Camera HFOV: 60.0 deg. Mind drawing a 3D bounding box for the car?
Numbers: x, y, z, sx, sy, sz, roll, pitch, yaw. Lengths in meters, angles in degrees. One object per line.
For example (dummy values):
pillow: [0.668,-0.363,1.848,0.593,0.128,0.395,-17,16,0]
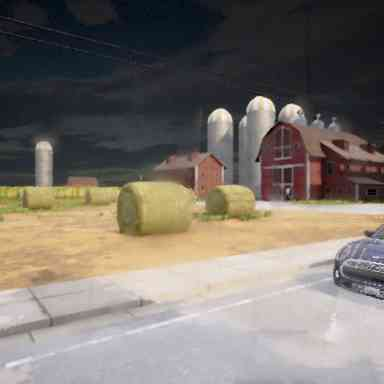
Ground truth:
car: [5.338,1.336,7.771,4.553,1.767,2.097,0,0,-35]
